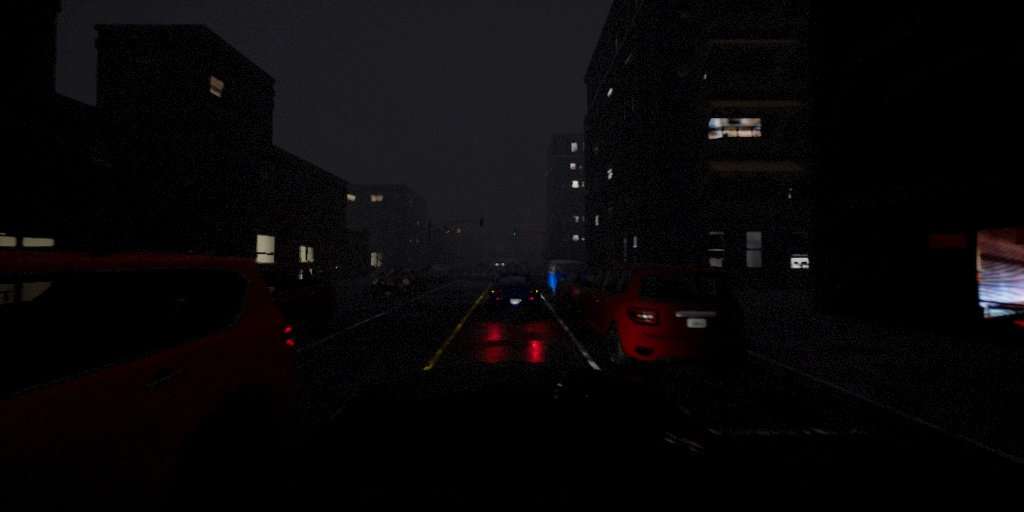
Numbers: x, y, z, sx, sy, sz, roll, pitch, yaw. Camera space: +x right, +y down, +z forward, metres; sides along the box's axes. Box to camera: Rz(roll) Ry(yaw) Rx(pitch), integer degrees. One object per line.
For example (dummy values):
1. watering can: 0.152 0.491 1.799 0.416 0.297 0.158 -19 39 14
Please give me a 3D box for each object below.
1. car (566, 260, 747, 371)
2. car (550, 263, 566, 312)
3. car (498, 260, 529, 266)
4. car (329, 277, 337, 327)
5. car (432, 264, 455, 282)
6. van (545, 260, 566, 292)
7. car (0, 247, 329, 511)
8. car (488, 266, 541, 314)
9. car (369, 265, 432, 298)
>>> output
1. car: 2.689 1.067 7.646 2.192 1.841 5.009 0 0 0
2. car: 2.687 1.195 13.053 1.967 1.591 4.097 0 0 0
3. car: 0.090 1.310 30.707 2.033 1.411 5.357 0 0 0
4. car: -5.692 1.067 7.651 2.192 1.841 5.009 0 0 0
5. car: -5.699 1.312 29.279 2.007 1.370 4.403 0 0 0
6. van: 2.686 1.098 18.460 1.690 1.789 3.998 0 0 0
7. car: -3.100 0.971 1.121 2.150 2.045 5.566 0 0 0
8. car: 0.095 1.281 13.758 1.812 1.442 4.674 0 0 0
9. car: -5.695 1.197 18.465 1.967 1.591 4.097 0 0 0
